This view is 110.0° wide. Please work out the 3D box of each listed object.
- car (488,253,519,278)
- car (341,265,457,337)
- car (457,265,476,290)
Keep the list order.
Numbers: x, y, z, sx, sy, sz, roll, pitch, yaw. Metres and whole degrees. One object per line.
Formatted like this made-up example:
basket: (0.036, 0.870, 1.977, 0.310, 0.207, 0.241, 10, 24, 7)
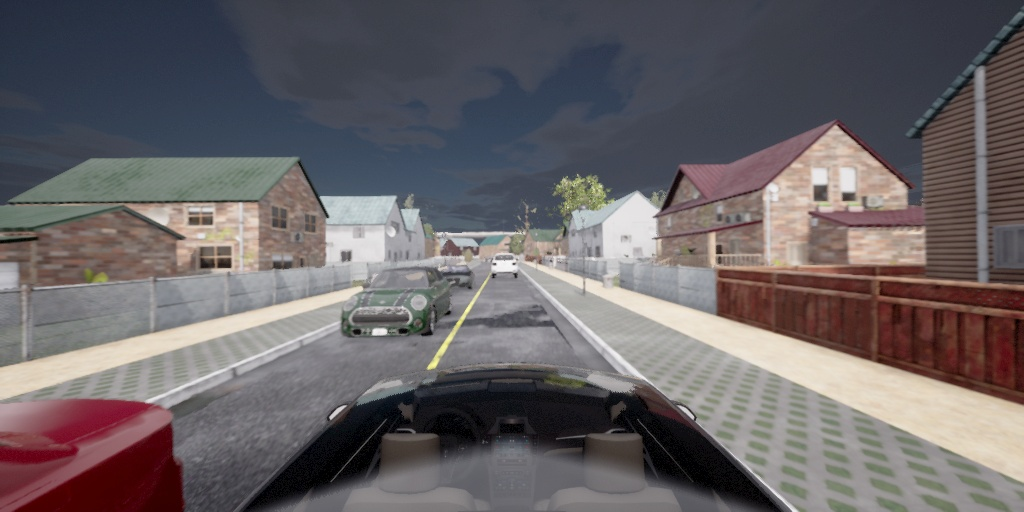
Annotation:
car: (-0.620, 0.792, 31.469, 2.150, 2.045, 5.566, -1, 0, 0)
car: (-3.012, 1.089, 10.245, 2.097, 1.767, 4.553, -1, 0, -1)
car: (-3.266, 1.234, 21.475, 1.994, 1.385, 4.181, -1, 0, -2)
